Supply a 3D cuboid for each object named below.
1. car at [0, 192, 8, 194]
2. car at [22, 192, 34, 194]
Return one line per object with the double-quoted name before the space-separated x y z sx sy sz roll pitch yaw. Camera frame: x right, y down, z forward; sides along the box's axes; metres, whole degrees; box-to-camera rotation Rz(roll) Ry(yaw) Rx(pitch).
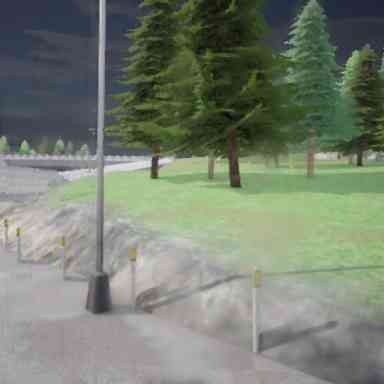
"car" -45.165 0.638 77.728 2.033 1.411 5.357 1 0 4
"car" -38.181 0.740 77.263 2.033 1.411 5.357 1 0 4
